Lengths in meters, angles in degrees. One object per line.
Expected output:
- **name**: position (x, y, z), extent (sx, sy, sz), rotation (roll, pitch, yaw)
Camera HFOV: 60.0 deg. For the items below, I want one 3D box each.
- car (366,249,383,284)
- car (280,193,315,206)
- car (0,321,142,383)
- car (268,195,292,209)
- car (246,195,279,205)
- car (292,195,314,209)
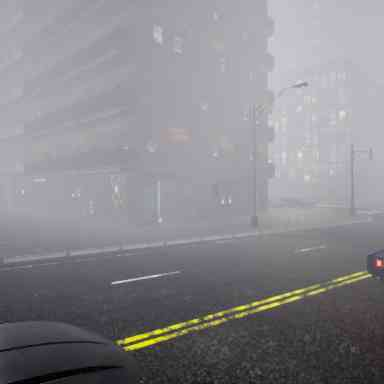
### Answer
- **car**: position (6.304, 1.596, 8.142), extent (4.718, 1.301, 1.895), rotation (0, 0, -37)
- **car**: position (14.254, 1.043, 45.115), extent (4.097, 1.590, 1.967), rotation (1, 0, 43)
- **car**: position (-2.627, 1.478, 1.601), extent (5.008, 1.535, 1.882), rotation (0, 0, -36)
- **car**: position (8.684, 1.182, 38.618), extent (4.829, 1.417, 1.752), rotation (1, 0, 43)
- **car**: position (10.299, 1.086, 48.728), extent (4.313, 1.339, 1.947), rotation (1, 0, 43)
- **car**: position (12.100, 1.240, 39.058), extent (4.181, 1.385, 1.994), rotation (1, 1, 43)
